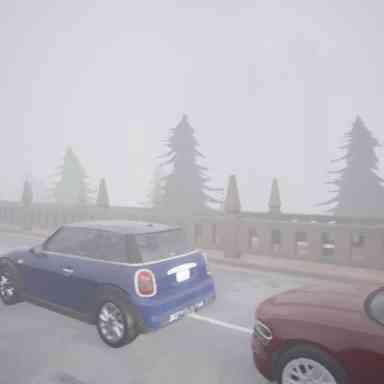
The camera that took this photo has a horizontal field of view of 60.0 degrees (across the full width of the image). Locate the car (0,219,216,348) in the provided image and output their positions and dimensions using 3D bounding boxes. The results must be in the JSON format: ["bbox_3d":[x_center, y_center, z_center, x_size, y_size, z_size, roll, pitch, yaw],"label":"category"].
[{"bbox_3d":[-1.868,1.333,6.505,4.553,1.767,2.097,0,0,36],"label":"car"}]

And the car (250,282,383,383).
[{"bbox_3d":[2.983,1.484,3.025,5.008,1.535,1.882,0,0,36],"label":"car"}]
